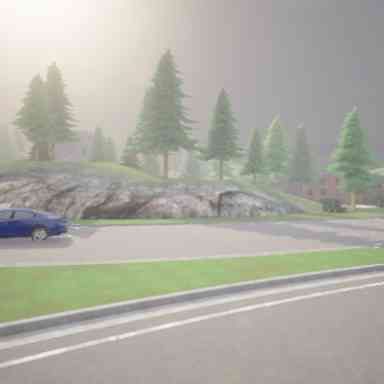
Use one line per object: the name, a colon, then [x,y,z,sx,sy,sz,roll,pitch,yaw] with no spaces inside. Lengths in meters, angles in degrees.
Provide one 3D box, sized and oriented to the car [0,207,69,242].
car: [-8.388,1.472,15.501,5.008,1.535,1.882,1,0,-10]
